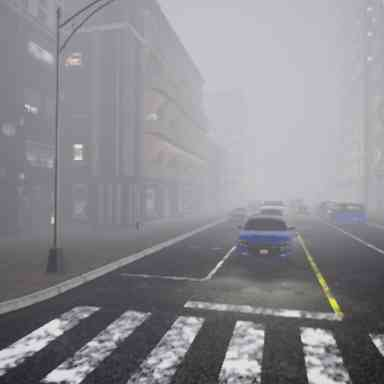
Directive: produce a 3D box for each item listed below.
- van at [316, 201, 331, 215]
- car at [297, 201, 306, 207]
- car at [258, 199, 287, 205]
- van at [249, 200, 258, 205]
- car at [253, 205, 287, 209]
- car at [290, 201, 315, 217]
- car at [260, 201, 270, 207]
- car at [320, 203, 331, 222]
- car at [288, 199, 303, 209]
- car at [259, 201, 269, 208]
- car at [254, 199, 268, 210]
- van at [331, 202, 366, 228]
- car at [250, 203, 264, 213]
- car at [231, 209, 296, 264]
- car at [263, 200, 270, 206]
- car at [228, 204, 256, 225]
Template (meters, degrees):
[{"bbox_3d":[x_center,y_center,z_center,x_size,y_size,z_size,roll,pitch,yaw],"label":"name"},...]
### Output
[{"bbox_3d":[15.081,1.931,36.820,1.690,1.788,3.998,0,-1,15],"label":"van"},{"bbox_3d":[26.455,2.898,80.543,1.802,1.307,4.206,0,-1,15],"label":"car"},{"bbox_3d":[7.967,1.720,32.422,2.150,2.045,5.566,0,-1,15],"label":"car"},{"bbox_3d":[8.392,2.025,44.396,1.690,1.788,3.998,0,-1,15],"label":"van"},{"bbox_3d":[5.275,1.837,22.123,1.837,1.490,4.892,0,-1,15],"label":"car"},{"bbox_3d":[13.261,2.185,40.319,2.033,1.411,5.357,0,-1,15],"label":"car"},{"bbox_3d":[16.924,2.778,77.188,2.008,1.369,4.403,0,-1,15],"label":"car"},{"bbox_3d":[13.658,2.052,31.350,2.008,1.369,4.403,0,-1,15],"label":"car"},{"bbox_3d":[15.837,2.025,50.411,2.150,2.045,5.566,0,-1,15],"label":"car"},{"bbox_3d":[15.502,2.702,71.722,1.947,1.339,4.313,0,-1,15],"label":"car"},{"bbox_3d":[12.658,2.269,60.794,2.192,1.841,5.009,0,-1,15],"label":"car"},{"bbox_3d":[12.237,1.754,25.888,1.690,1.788,3.998,0,-1,15],"label":"van"},{"bbox_3d":[9.814,2.355,49.858,1.802,1.307,4.206,0,-1,15],"label":"car"},{"bbox_3d":[2.895,1.664,12.985,1.882,1.535,5.008,0,-1,14],"label":"car"},{"bbox_3d":[19.725,2.935,87.956,1.752,1.417,4.829,0,-1,15],"label":"car"},{"bbox_3d":[4.126,1.968,27.995,2.008,1.369,4.403,0,-1,15],"label":"car"}]
